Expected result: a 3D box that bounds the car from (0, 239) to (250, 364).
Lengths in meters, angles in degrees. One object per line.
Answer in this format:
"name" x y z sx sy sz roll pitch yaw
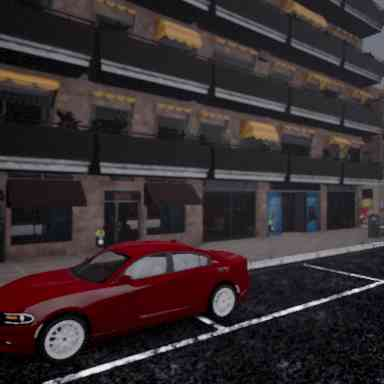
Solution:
"car" -0.957 1.571 5.875 4.507 1.381 1.887 1 0 -35
